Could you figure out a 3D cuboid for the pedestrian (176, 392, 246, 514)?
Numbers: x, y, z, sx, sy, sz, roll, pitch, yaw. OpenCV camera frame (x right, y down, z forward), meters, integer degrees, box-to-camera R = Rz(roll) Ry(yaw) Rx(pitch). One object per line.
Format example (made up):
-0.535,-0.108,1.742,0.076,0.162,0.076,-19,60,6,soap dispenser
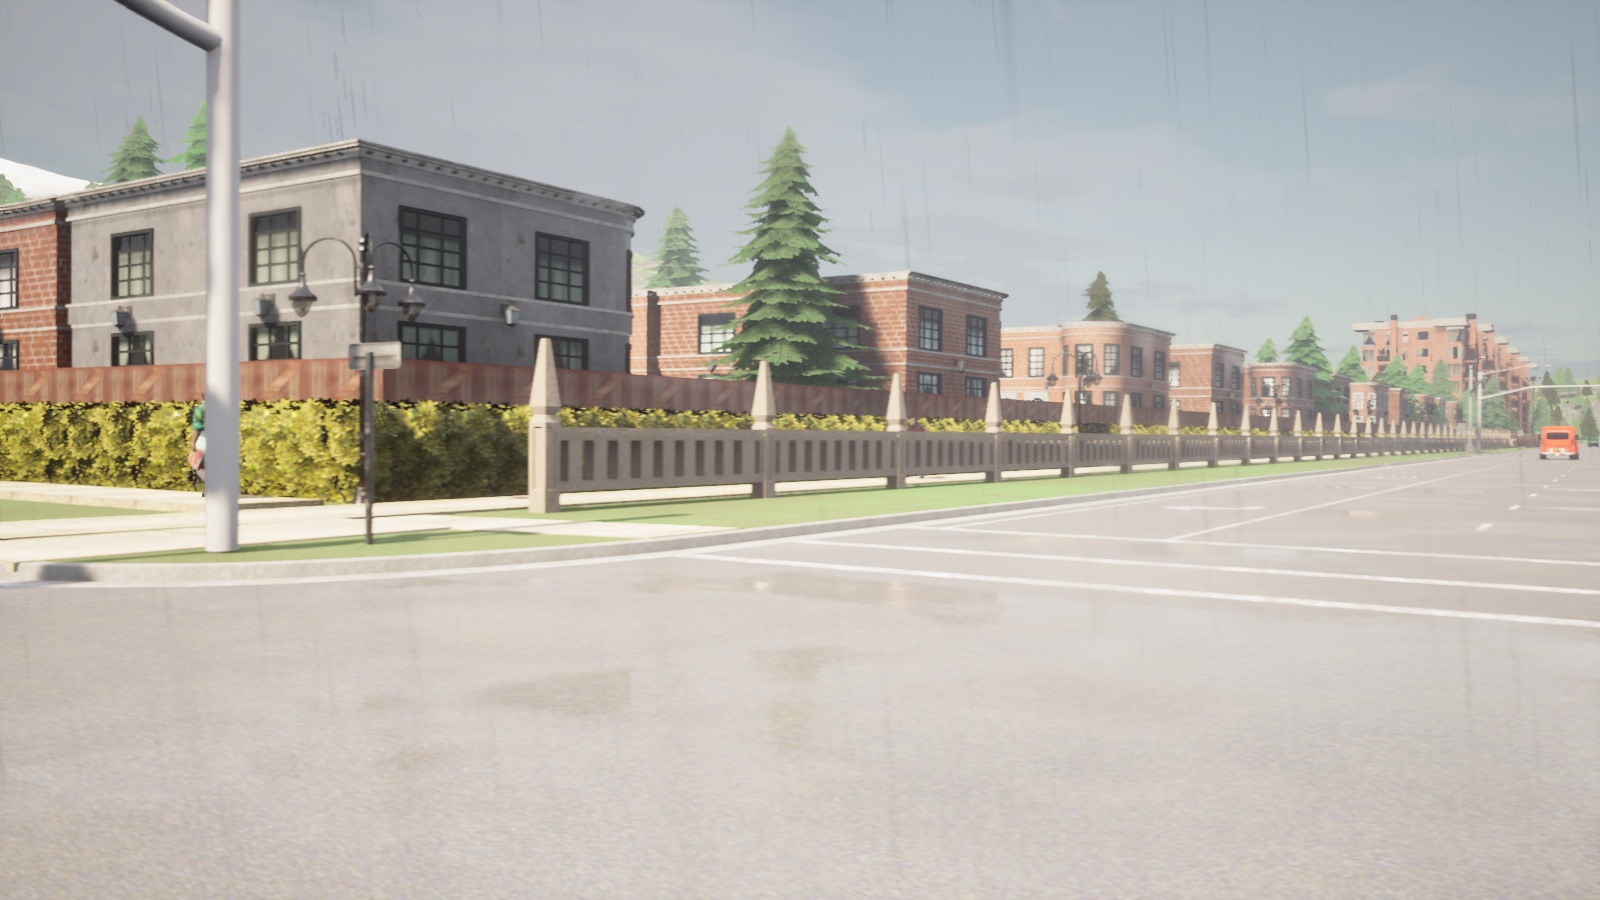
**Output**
-9.673,0.038,20.626,0.873,1.952,0.659,0,1,34,pedestrian

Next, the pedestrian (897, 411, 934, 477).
3.244,-0.170,35.251,0.634,1.844,0.899,0,1,36,pedestrian
